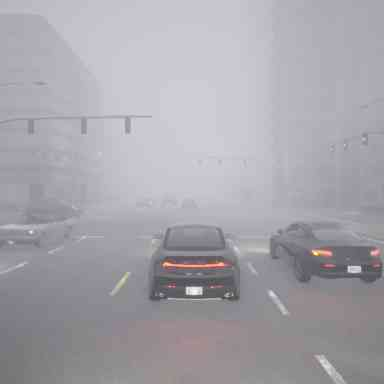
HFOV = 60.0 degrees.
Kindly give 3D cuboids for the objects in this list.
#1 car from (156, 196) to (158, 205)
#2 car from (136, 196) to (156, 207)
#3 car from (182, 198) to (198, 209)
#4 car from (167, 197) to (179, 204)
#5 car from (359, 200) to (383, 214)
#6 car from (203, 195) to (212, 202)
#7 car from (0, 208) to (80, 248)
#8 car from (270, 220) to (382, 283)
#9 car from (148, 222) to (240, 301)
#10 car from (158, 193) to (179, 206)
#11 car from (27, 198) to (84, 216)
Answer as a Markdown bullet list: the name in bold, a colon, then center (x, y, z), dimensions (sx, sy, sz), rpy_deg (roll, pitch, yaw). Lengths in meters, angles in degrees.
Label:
- **car**: center (-7.078, 1.477, 59.900), dimensions (1.882, 1.535, 5.008), rpy_deg (0, 0, 0)
- **car**: center (-7.105, 1.547, 50.077), dimensions (2.033, 1.411, 5.357), rpy_deg (0, 0, 0)
- **car**: center (-0.291, 1.564, 45.713), dimensions (1.994, 1.385, 4.181), rpy_deg (0, 0, 3)
- **car**: center (-3.558, 1.601, 63.291), dimensions (1.895, 1.301, 4.718), rpy_deg (0, 0, 1)
- **car**: center (20.841, 1.547, 35.441), dimensions (5.357, 1.411, 2.033), rpy_deg (0, 0, 1)
- **car**: center (3.494, 1.500, 74.673), dimensions (1.837, 1.490, 4.892), rpy_deg (0, 0, 0)
- **car**: center (-6.839, 1.601, 14.765), dimensions (1.895, 1.301, 4.718), rpy_deg (0, 0, 0)
- **car**: center (3.562, 1.526, 9.576), dimensions (1.812, 1.442, 4.674), rpy_deg (0, 0, 0)
- **car**: center (0.057, 1.505, 8.320), dimensions (1.837, 1.490, 4.892), rpy_deg (0, 0, 0)
- **car**: center (-3.610, 1.221, 53.318), dimensions (2.150, 2.045, 5.566), rpy_deg (0, 0, 1)
- **car**: center (-11.699, 1.351, 28.563), dimensions (4.553, 1.767, 2.097), rpy_deg (0, 0, 1)
